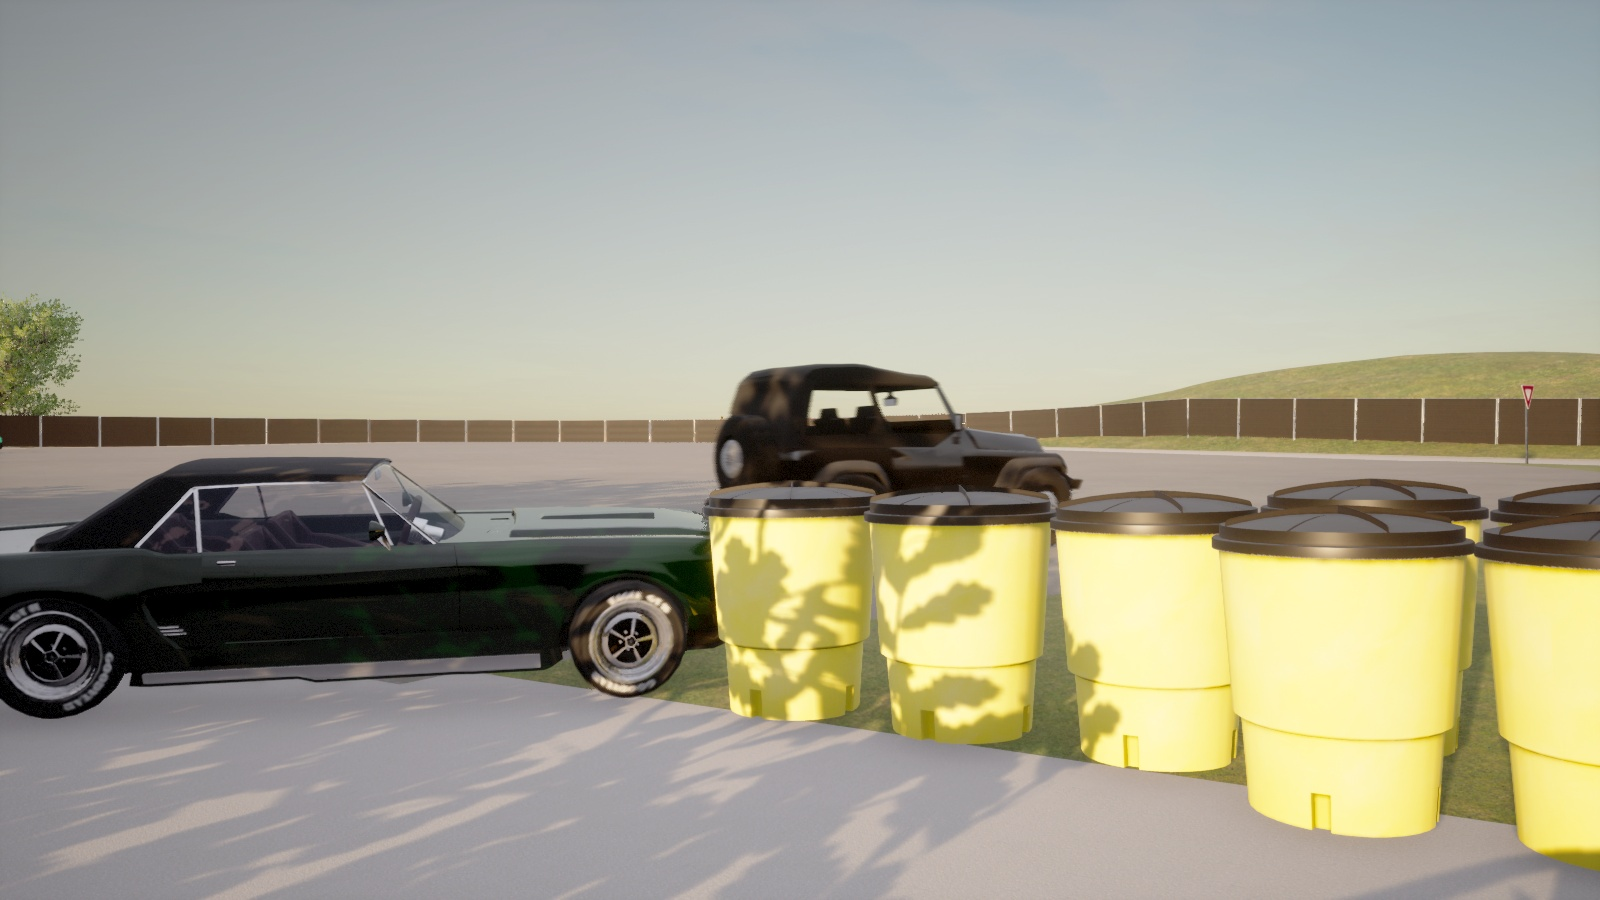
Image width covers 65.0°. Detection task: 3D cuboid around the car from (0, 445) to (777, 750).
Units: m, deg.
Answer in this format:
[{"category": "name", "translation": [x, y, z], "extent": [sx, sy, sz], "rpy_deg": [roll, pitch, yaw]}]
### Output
[{"category": "car", "translation": [-2.652, 0.741, 7.487], "extent": [4.718, 1.301, 1.895], "rpy_deg": [-2, 3, -12]}]

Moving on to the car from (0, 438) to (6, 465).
[{"category": "car", "translation": [-43.370, 0.120, 66.228], "extent": [1.481, 1.376, 2.207], "rpy_deg": [-2, 0, 43]}]

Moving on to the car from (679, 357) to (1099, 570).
[{"category": "car", "translation": [0.953, 0.077, 12.924], "extent": [3.866, 1.878, 1.905], "rpy_deg": [-2, 0, -32]}]
